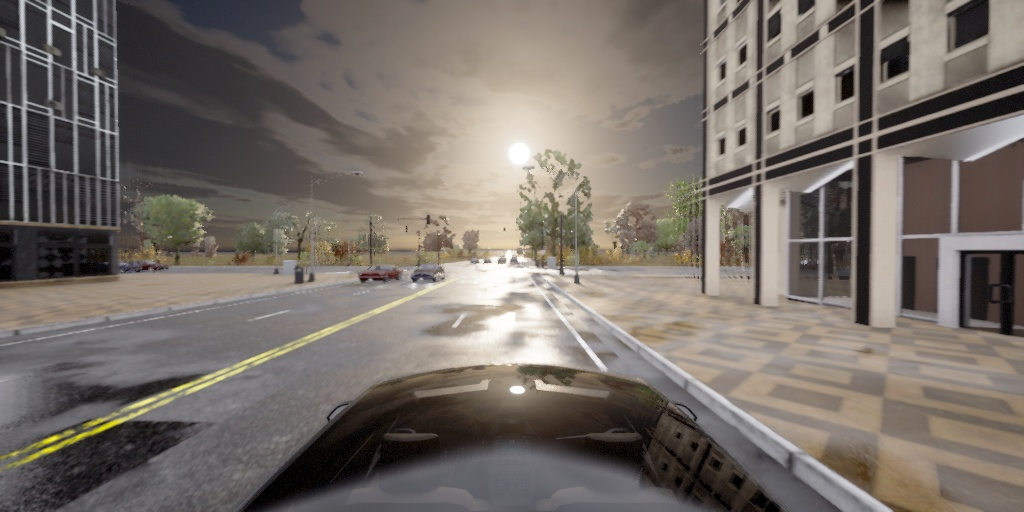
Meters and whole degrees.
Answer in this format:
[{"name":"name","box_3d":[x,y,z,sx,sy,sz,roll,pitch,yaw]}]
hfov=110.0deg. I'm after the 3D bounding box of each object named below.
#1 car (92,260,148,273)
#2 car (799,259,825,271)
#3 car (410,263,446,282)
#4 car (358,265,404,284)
[{"name":"car","box_3d":[-47.707,1.313,43.412,5.008,1.535,1.882,0,1,3]},{"name":"car","box_3d":[37.687,1.183,45.602,4.674,1.442,1.812,0,1,3]},{"name":"car","box_3d":[-6.544,1.283,28.672,2.033,1.411,5.357,0,0,1]},{"name":"car","box_3d":[-9.809,1.337,27.109,1.895,1.301,4.718,0,0,1]}]
